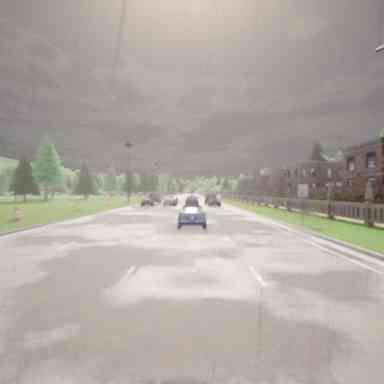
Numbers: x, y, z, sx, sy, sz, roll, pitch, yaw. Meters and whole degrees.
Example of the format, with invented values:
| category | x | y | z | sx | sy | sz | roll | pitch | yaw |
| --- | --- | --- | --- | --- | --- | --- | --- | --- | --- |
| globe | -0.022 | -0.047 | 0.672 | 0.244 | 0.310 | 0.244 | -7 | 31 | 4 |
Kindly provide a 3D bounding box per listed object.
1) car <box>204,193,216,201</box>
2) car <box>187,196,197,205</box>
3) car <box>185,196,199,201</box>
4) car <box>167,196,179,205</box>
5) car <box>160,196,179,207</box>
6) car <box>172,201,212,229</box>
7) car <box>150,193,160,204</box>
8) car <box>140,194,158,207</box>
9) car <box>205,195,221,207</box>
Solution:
| category | x | y | z | sx | sy | sz | roll | pitch | yaw |
| --- | --- | --- | --- | --- | --- | --- | --- | --- | --- |
| car | 3.499 | 1.229 | 62.636 | 2.150 | 2.045 | 5.566 | 0 | 0 | 0 |
| car | -0.001 | 1.517 | 62.606 | 1.837 | 1.490 | 4.892 | 0 | 0 | 0 |
| car | -0.001 | 1.362 | 52.572 | 2.097 | 1.767 | 4.553 | 0 | 0 | 0 |
| car | -3.501 | 1.558 | 62.606 | 2.033 | 1.411 | 5.357 | 0 | 0 | 0 |
| car | -3.501 | 1.573 | 52.602 | 1.994 | 1.385 | 4.181 | 0 | 0 | 0 |
| car | 0.000 | 1.552 | 21.573 | 2.033 | 1.411 | 5.357 | 0 | 0 | 0 |
| car | -7.001 | 1.229 | 62.636 | 2.150 | 2.045 | 5.566 | 0 | 0 | 0 |
| car | -7.001 | 1.535 | 52.602 | 1.812 | 1.442 | 4.674 | 0 | 0 | 0 |
| car | 3.499 | 1.611 | 52.632 | 1.895 | 1.301 | 4.718 | 0 | 0 | 0 |
